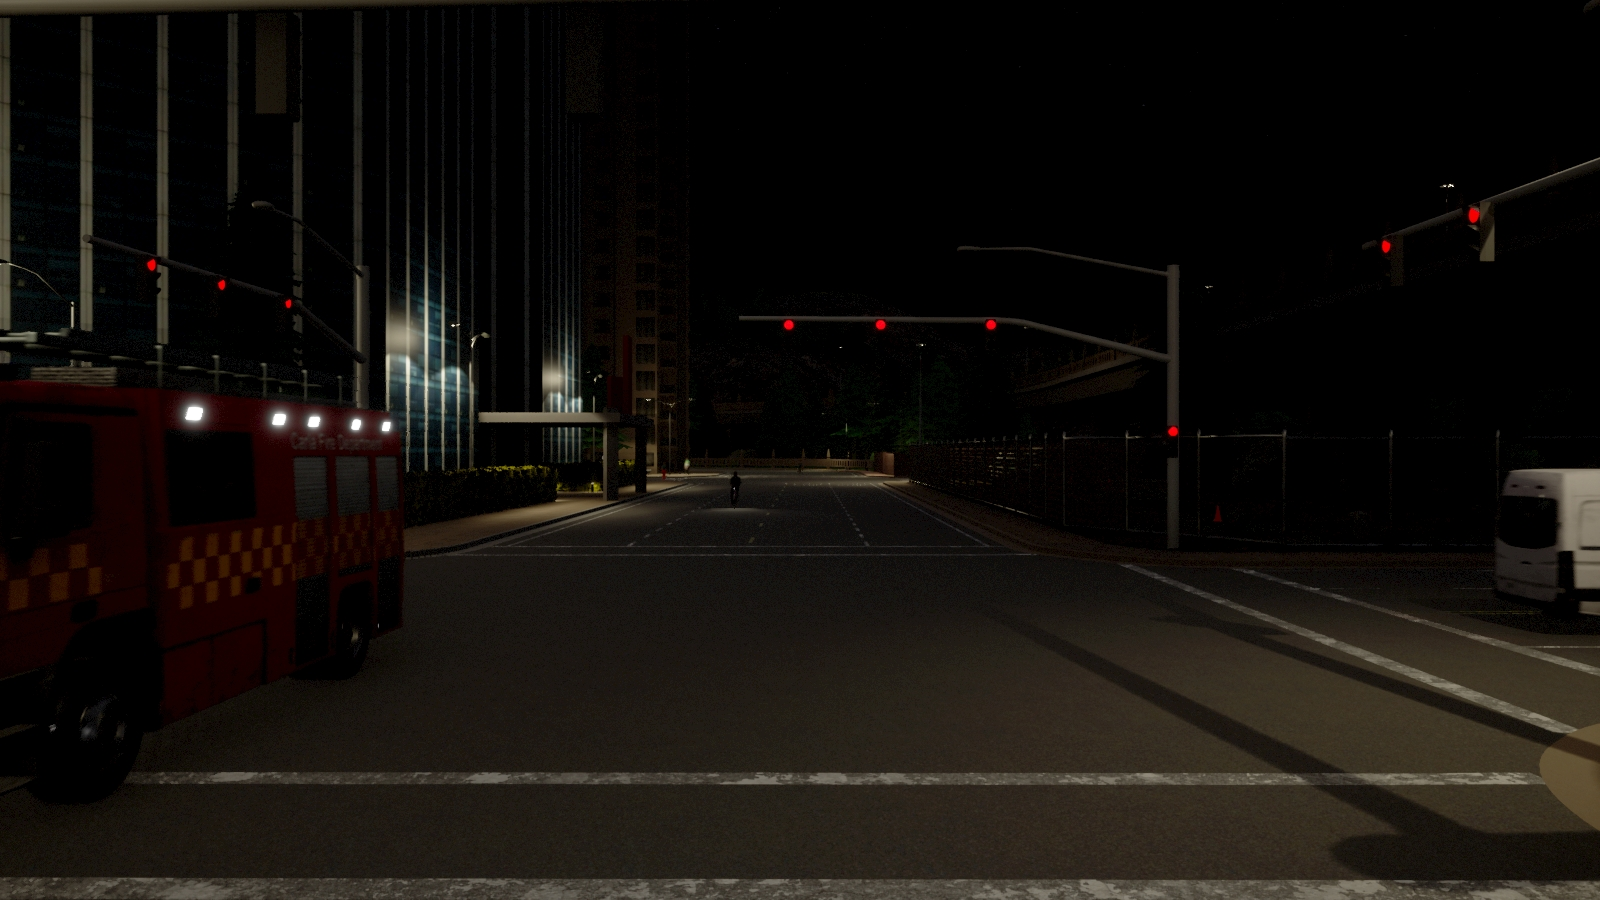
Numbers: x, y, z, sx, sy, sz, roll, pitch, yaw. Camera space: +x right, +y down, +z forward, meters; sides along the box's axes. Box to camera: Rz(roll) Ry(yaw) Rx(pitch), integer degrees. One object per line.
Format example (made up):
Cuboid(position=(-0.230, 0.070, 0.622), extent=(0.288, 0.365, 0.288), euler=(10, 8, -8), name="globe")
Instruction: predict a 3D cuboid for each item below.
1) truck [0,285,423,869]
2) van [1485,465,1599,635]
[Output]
Cuboid(position=(-6.664, 0.850, 11.499), extent=(2.891, 3.827, 8.468), euler=(0, 0, 0), name="truck")
Cuboid(position=(14.553, 1.536, 18.302), extent=(5.915, 2.561, 1.988), euler=(0, 0, 2), name="van")
